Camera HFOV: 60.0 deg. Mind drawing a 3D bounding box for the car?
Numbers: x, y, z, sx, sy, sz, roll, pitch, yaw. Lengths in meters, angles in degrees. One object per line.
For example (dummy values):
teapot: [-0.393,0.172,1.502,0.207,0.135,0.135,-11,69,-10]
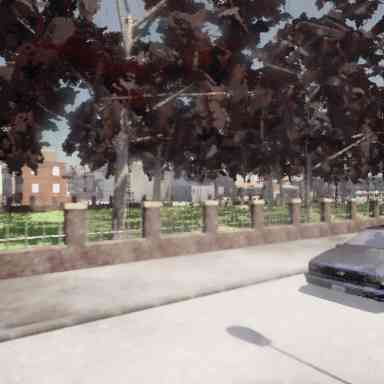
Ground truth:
car: [5.118,1.559,8.249,5.357,1.411,2.033,0,0,-36]
